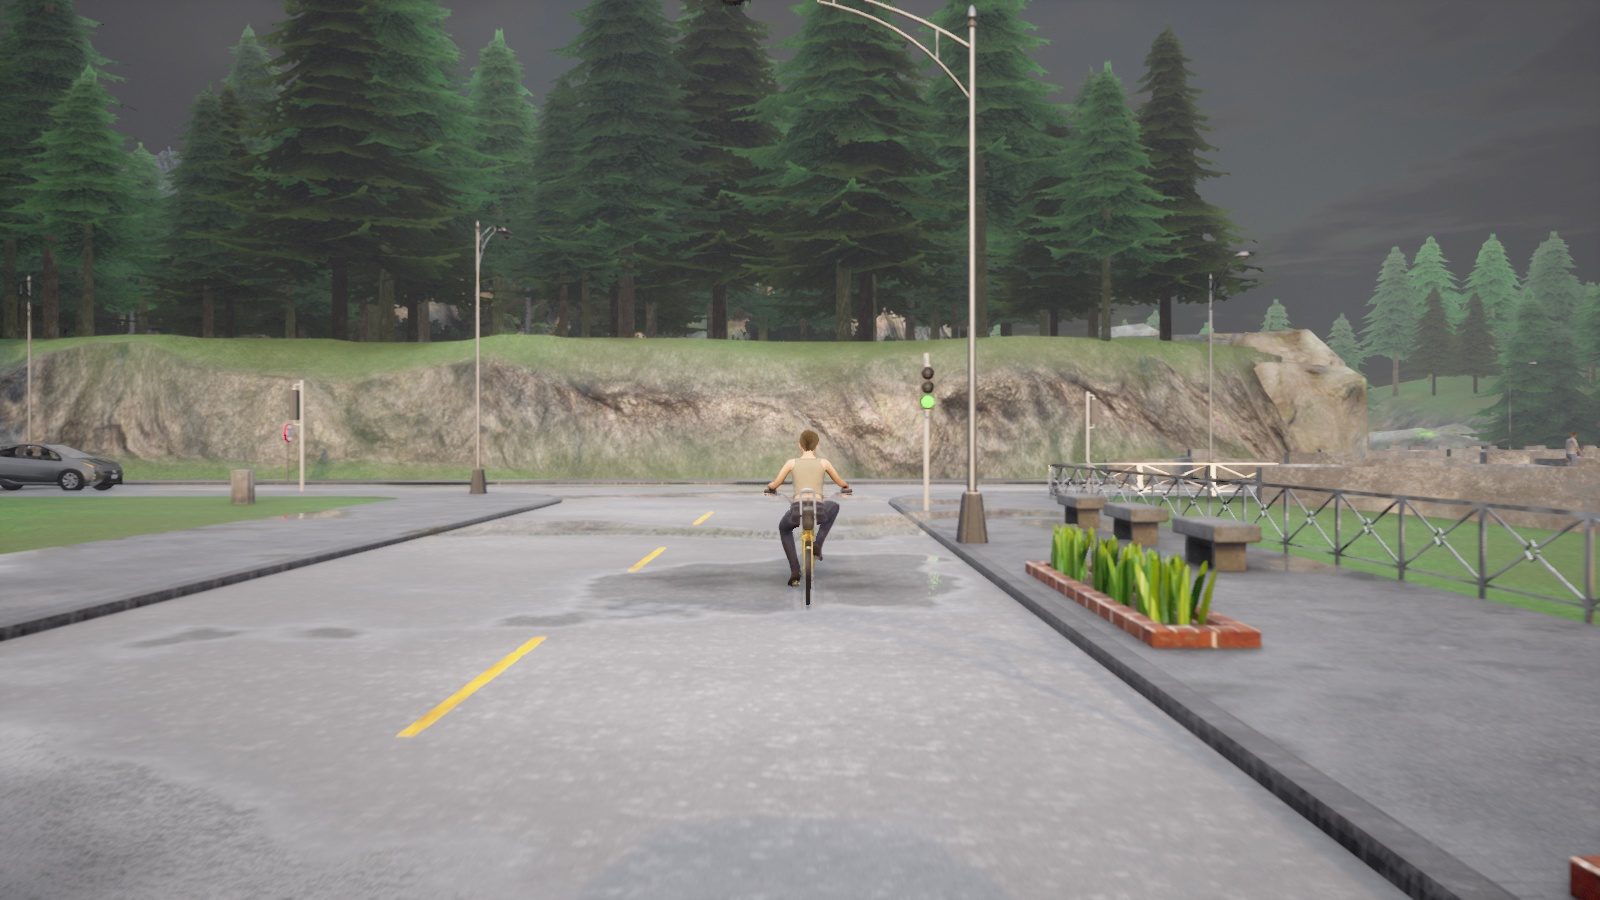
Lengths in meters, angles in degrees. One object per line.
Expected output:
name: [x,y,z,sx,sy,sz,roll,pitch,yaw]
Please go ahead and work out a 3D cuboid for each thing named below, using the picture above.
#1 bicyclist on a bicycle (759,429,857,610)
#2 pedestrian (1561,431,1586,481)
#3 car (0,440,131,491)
bicyclist on a bicycle: [0.079,0.616,11.950,0.866,1.612,1.509,0,0,1]
pedestrian: [28.814,0.216,46.797,0.706,1.836,0.354,0,0,2]
car: [-23.487,0.455,38.849,4.514,1.525,2.007,0,0,0]
